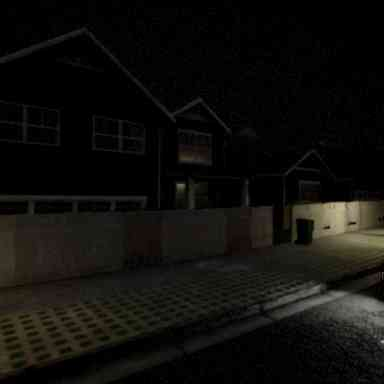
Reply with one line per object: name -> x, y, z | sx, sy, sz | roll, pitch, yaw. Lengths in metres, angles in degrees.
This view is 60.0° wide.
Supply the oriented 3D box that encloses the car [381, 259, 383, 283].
car -> 6.432, 1.517, 8.225 | 4.892, 1.490, 1.837 | 0, 0, -40
